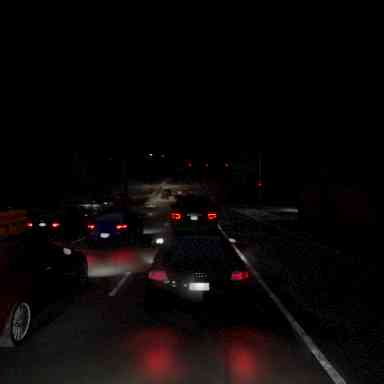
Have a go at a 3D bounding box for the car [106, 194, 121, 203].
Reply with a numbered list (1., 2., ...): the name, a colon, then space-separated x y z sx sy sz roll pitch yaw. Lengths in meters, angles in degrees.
1. car: -17.553 1.536 72.138 2.033 1.411 5.357 0 0 0

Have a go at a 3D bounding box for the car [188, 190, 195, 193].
1. car: -0.145 1.000 87.522 1.882 1.535 5.008 0 3 0

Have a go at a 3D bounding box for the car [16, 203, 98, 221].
1. car: -6.898 1.547 17.751 2.033 1.411 5.357 0 0 -1

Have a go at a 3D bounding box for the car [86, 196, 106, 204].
1. car: -17.589 1.499 60.146 1.837 1.490 4.892 0 2 0

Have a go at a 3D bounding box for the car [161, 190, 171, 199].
1. car: -7.142 1.070 87.093 1.812 1.442 4.674 0 3 0

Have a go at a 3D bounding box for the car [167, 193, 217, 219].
1. car: 0.093 1.221 17.016 2.150 2.045 5.566 0 0 0

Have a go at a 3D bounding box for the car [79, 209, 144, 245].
1. car: -3.407 1.526 15.299 1.812 1.442 4.674 0 0 0

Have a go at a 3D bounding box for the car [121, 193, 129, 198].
1. car: -17.636 1.082 85.956 1.882 1.535 5.008 0 2 0

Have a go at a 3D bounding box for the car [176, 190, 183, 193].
1. car: -3.642 1.070 87.113 1.812 1.442 4.674 0 3 0

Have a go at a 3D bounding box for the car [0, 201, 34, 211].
1. car: -17.614 1.601 32.825 1.895 1.301 4.718 0 0 0

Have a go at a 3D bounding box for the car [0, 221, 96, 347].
1. car: -3.408 1.526 6.170 1.812 1.442 4.674 0 0 0

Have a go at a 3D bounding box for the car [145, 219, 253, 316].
1. car: 0.103 1.564 7.612 1.994 1.385 4.181 0 0 -1
